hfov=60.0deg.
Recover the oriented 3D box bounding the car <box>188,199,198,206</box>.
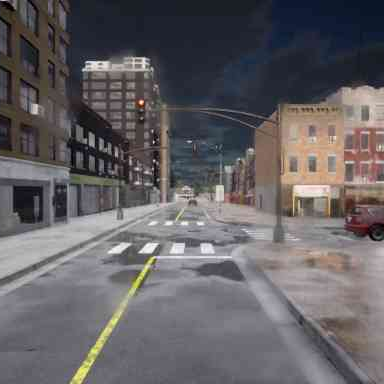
[{"bbox_3d":[0.154,2.204,72.477,1.837,1.490,4.892,0,-1,0],"label":"car"}]

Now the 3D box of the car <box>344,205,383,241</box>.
[{"bbox_3d":[10.843,1.642,17.854,5.009,1.841,2.192,1,-1,0],"label":"car"}]
